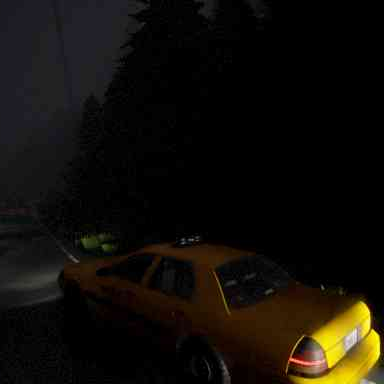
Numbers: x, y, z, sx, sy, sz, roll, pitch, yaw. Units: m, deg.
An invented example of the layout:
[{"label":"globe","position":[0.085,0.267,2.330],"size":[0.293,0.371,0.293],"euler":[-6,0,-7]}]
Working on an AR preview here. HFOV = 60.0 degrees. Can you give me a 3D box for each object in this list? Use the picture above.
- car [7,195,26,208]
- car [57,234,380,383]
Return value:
[{"label":"car","position":[-21.087,1.059,40.096],"size":[2.128,1.511,4.902],"euler":[-2,2,-26]},{"label":"car","position":[-0.251,1.417,5.093],"size":[5.366,1.575,1.801],"euler":[1,1,44]}]
